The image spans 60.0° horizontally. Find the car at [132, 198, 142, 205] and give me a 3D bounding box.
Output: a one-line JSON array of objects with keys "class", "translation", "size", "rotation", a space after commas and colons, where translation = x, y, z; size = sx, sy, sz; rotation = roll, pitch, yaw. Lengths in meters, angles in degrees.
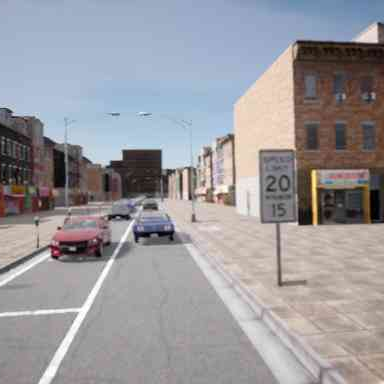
[{"class": "car", "translation": [-12.046, 2.044, 73.188], "size": [1.887, 1.381, 4.507], "rotation": [-1, 0, -7]}]

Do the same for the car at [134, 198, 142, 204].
[{"class": "car", "translation": [-12.732, 2.071, 78.467], "size": [1.752, 1.417, 4.829], "rotation": [-1, 0, -7]}]

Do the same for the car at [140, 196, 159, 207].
[{"class": "car", "translation": [-5.232, 1.701, 41.821], "size": [1.837, 1.490, 4.892], "rotation": [-1, 0, -7]}]

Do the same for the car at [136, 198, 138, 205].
[{"class": "car", "translation": [-9.052, 1.829, 47.116], "size": [1.812, 1.442, 4.674], "rotation": [-1, 0, -7]}]

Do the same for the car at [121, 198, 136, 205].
[{"class": "car", "translation": [-8.142, 1.734, 40.175], "size": [1.882, 1.535, 5.008], "rotation": [-1, 0, -7]}]

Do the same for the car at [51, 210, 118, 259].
[{"class": "car", "translation": [-4.254, 1.653, 13.261], "size": [1.887, 1.381, 4.507], "rotation": [-1, 0, -7]}]

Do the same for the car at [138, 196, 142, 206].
[{"class": "car", "translation": [-10.629, 1.959, 62.292], "size": [2.008, 1.369, 4.403], "rotation": [-1, 0, -7]}]

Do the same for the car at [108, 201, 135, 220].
[{"class": "car", "translation": [-6.379, 1.752, 29.604], "size": [1.947, 1.339, 4.313], "rotation": [-1, 0, -7]}]

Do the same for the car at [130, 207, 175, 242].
[{"class": "car", "translation": [-1.978, 1.660, 17.000], "size": [1.895, 1.301, 4.718], "rotation": [-1, 0, -8]}]
